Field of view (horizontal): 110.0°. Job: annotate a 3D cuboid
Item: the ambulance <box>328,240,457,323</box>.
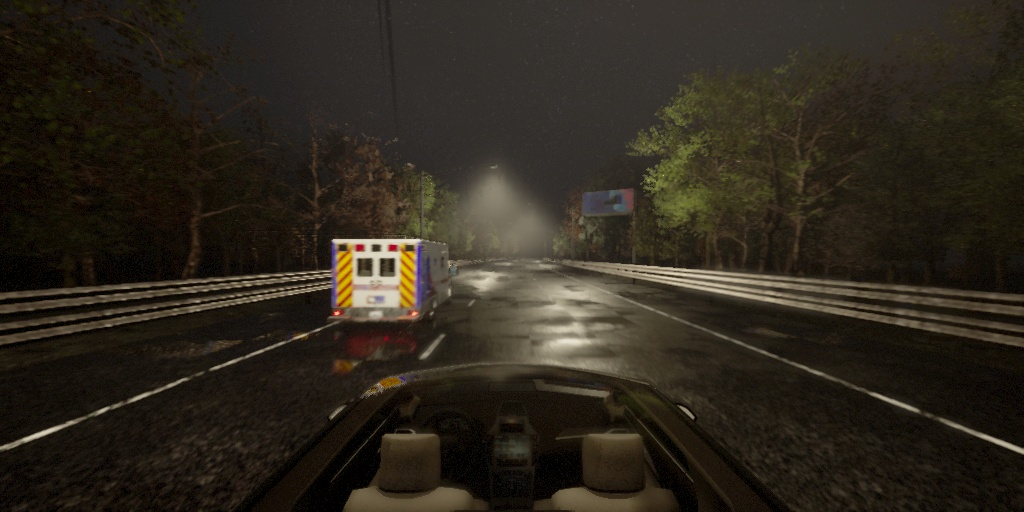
[{"bbox_3d":[-3.462,0.797,12.056,2.351,2.431,6.366,0,0,0],"label":"ambulance"}]
